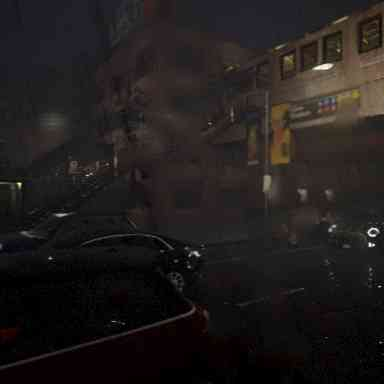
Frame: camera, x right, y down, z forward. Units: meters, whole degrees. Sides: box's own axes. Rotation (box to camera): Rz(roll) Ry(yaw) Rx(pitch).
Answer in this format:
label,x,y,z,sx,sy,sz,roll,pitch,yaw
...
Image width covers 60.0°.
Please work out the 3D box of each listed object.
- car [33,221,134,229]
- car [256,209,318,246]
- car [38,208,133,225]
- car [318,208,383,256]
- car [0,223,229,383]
label,x,y,z,sx,sy,sz,roll,pitch,yaw
car,-2.033,1.520,6.793,4.892,1.490,1.837,1,0,-35
car,5.277,1.568,15.625,4.892,1.521,2.231,0,0,-26
car,-3.514,1.370,9.396,4.553,1.767,2.185,0,0,-36
car,7.570,1.444,13.616,4.553,1.767,2.097,0,0,-35
car,-1.943,1.350,2.568,4.553,1.767,2.097,0,0,-35
